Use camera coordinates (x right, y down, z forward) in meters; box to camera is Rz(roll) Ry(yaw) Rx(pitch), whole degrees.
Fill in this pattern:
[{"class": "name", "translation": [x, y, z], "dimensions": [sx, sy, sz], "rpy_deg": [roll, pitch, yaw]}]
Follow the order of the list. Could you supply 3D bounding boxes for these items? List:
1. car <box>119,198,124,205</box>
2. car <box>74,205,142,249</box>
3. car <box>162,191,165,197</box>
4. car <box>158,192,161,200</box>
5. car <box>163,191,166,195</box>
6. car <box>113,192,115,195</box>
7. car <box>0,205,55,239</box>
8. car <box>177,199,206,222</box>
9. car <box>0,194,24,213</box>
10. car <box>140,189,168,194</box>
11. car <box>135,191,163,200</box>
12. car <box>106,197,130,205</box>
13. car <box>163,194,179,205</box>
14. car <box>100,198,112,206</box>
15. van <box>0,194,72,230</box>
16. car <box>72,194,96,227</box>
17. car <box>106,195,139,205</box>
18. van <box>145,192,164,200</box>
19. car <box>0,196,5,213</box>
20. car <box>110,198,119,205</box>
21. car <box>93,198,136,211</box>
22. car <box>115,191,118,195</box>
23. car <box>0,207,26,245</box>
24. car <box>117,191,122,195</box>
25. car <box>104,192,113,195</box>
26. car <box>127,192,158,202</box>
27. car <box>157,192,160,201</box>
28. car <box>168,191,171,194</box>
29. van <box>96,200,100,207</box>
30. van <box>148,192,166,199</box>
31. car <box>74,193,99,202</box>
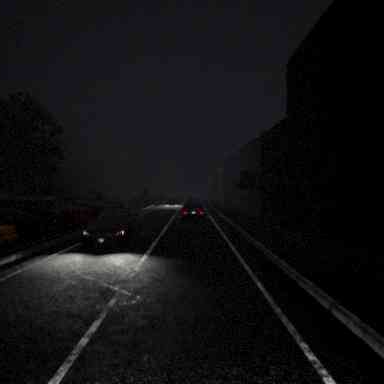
[{"class": "car", "translation": [-9.314, 1.528, 32.101], "dimensions": [4.674, 1.452, 2.002], "rpy_deg": [0, 0, 0]}, {"class": "car", "translation": [-3.347, 1.512, 14.589], "dimensions": [1.812, 1.442, 4.674], "rpy_deg": [0, 0, 0]}, {"class": "car", "translation": [-9.305, 1.218, 74.947], "dimensions": [5.008, 1.535, 2.097], "rpy_deg": [0, 0, 0]}, {"class": "car", "translation": [-9.349, 1.275, 69.295], "dimensions": [4.674, 1.452, 2.002], "rpy_deg": [0, 0, 0]}, {"class": "car", "translation": [-9.297, 1.209, 77.772], "dimensions": [5.008, 1.535, 2.097], "rpy_deg": [0, 0, 0]}, {"class": "car", "translation": [-21.822, 1.229, 80.511], "dimensions": [4.792, 1.488, 2.163], "rpy_deg": [0, 0, 0]}, {"class": "car", "translation": [-9.368, 1.509, 15.401], "dimensions": [4.892, 1.521, 2.231], "rpy_deg": [0, 0, 0]}, {"class": "car", "translation": [0.106, 1.514, 26.090], "dimensions": [2.033, 1.411, 5.357], "rpy_deg": [0, 0, 0]}, {"class": "car", "translation": [-22.399, 1.229, 37.719], "dimensions": [5.566, 2.045, 2.435], "rpy_deg": [0, 0, 0]}, {"class": "car", "translation": [-9.245, 0.949, 80.597], "dimensions": [5.566, 2.045, 2.435], "rpy_deg": [0, 0, 0]}, {"class": "car", "translation": [-9.514, 1.224, 72.122], "dimensions": [5.366, 1.575, 1.946], "rpy_deg": [0, 0, 0]}, {"class": "car", "translation": [-9.330, 1.514, 34.884], "dimensions": [4.792, 1.488, 2.163], "rpy_deg": [0, 0, 0]}, {"class": "car", "translation": [-3.287, 1.497, 56.769], "dimensions": [1.895, 1.301, 4.718], "rpy_deg": [0, 0, 1]}, {"class": "car", "translation": [-9.326, 1.496, 26.534], "dimensions": [4.892, 1.521, 2.231], "rpy_deg": [0, 0, 0]}, {"class": "van", "translation": [-9.247, 1.279, 18.184], "dimensions": [4.442, 1.987, 1.878], "rpy_deg": [0, 0, 0]}, {"class": "car", "translation": [-9.325, 1.251, 20.967], "dimensions": [5.566, 2.045, 2.435], "rpy_deg": [0, 0, 0]}, {"class": "car", "translation": [-9.105, 1.478, 37.666], "dimensions": [5.366, 1.575, 1.946], "rpy_deg": [0, 0, 0]}, {"class": "van", "translation": [-9.372, 0.965, 83.424], "dimensions": [4.442, 1.987, 1.878], "rpy_deg": [0, 0, 0]}, {"class": "car", "translation": [-22.412, 1.358, 34.809], "dimensions": [4.553, 1.767, 2.185], "rpy_deg": [0, 0, 0]}, {"class": "car", "translation": [-9.293, 1.521, 29.317], "dimensions": [4.792, 1.488, 2.163], "rpy_deg": [0, 0, 0]}, {"class": "car", "translation": [-9.295, 1.518, 40.309], "dimensions": [4.674, 1.452, 2.002], "rpy_deg": [-1, 0, 1]}, {"class": "car", "translation": [-21.803, 1.220, 83.335], "dimensions": [4.792, 1.488, 2.163], "rpy_deg": [0, 0, 0]}, {"class": "car", "translation": [-9.570, 1.508, 12.619], "dimensions": [5.366, 1.575, 1.946], "rpy_deg": [0, 0, 0]}, {"class": "car", "translation": [-21.786, 0.930, 86.157], "dimensions": [5.566, 2.045, 2.435], "rpy_deg": [0, 0, 0]}, {"class": "car", "translation": [-21.876, 1.209, 77.812], "dimensions": [4.892, 1.521, 2.231], "rpy_deg": [0, 0, 0]}, {"class": "car", "translation": [-9.412, 1.283, 63.643], "dimensions": [4.792, 1.488, 2.163], "rpy_deg": [0, 0, 0]}, {"class": "car", "translation": [-9.367, 1.284, 66.470], "dimensions": [4.674, 1.452, 2.002], "rpy_deg": [0, 0, 0]}, {"class": "car", "translation": [-9.180, 1.122, 94.748], "dimensions": [4.674, 1.452, 2.002], "rpy_deg": [0, 1, 0]}, {"class": "van", "translation": [-9.227, 1.273, 23.626], "dimensions": [4.442, 1.987, 1.878], "rpy_deg": [0, 0, 0]}, {"class": "van", "translation": [-9.336, 0.944, 88.954], "dimensions": [4.442, 1.987, 1.878], "rpy_deg": [0, 0, 0]}, {"class": "car", "translation": [-21.894, 1.109, 69.340], "dimensions": [4.553, 1.767, 2.185], "rpy_deg": [0, 0, 0]}]
